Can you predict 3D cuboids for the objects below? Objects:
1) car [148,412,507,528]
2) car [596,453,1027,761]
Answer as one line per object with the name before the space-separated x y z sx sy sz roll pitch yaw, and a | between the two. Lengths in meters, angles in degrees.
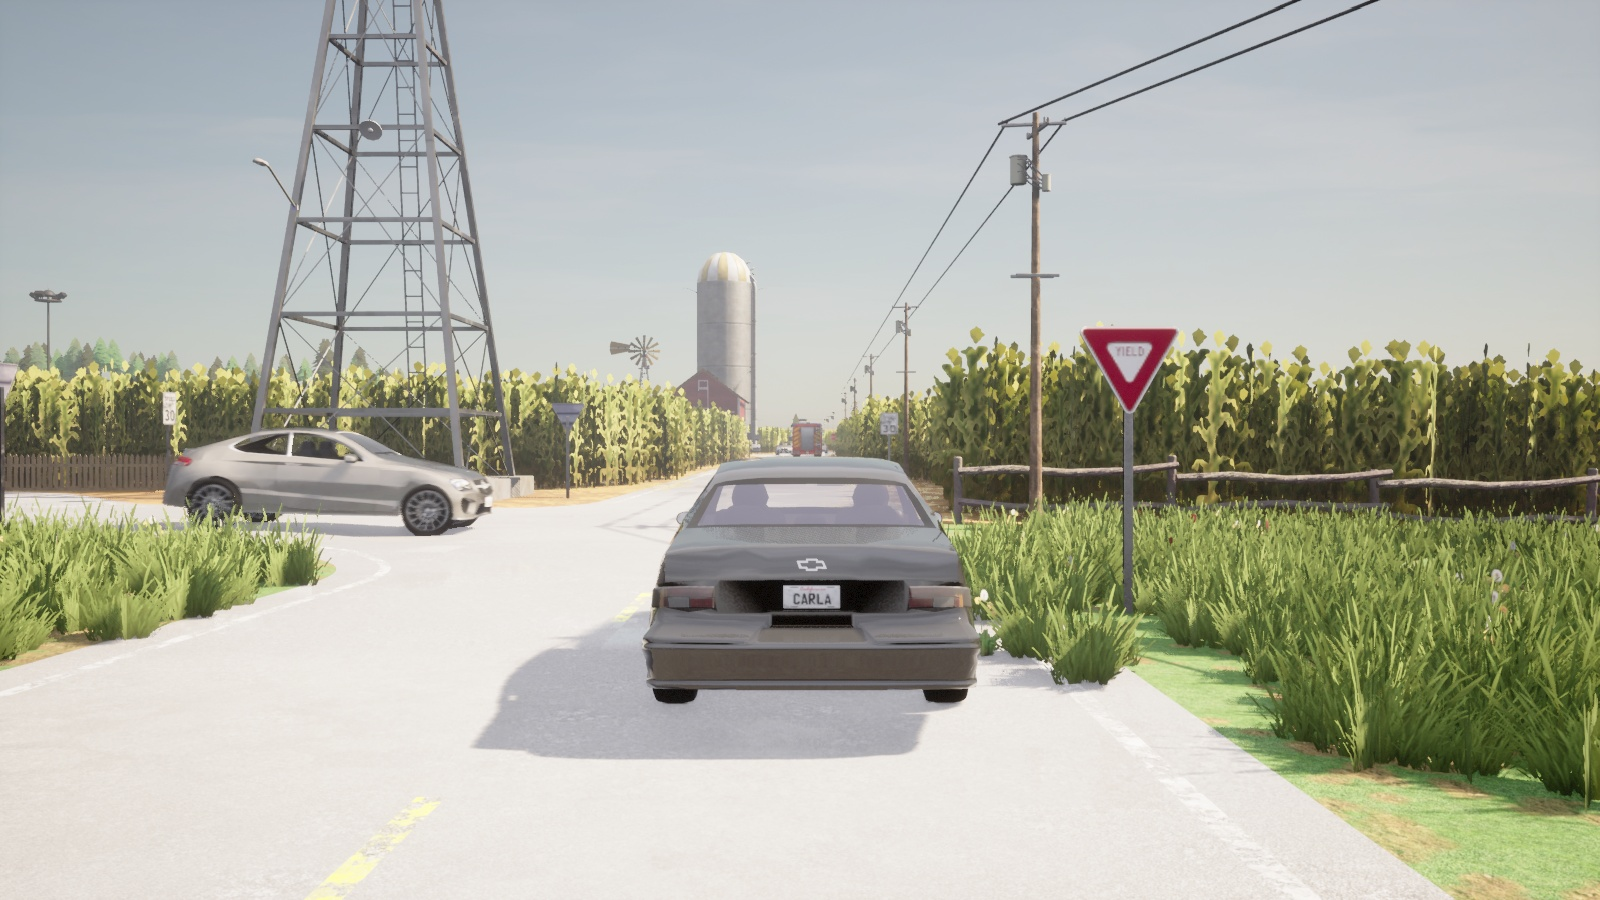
car | -7.578 0.312 20.567 5.027 1.651 2.152 2 0 -2
car | 0.064 0.745 8.602 2.033 1.411 5.357 0 0 0
